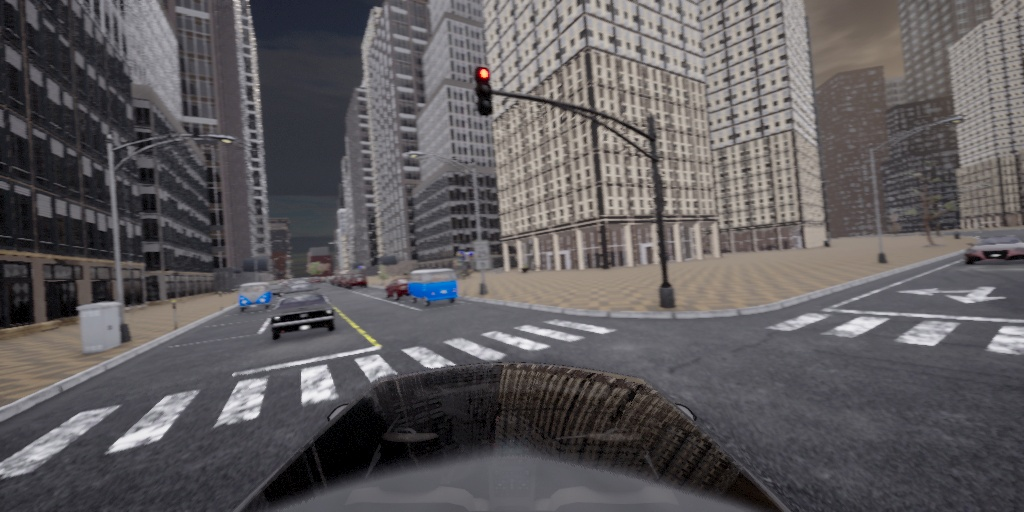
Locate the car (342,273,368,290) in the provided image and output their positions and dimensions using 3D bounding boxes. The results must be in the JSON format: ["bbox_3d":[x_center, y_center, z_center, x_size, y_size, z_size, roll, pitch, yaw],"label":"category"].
[{"bbox_3d":[-18.444,2.948,42.668,2.192,1.841,5.009,0,0,-31],"label":"car"}]

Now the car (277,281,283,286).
[{"bbox_3d":[-25.616,3.737,38.367,1.948,1.339,4.313,0,0,-31],"label":"car"}]

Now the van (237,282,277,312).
[{"bbox_3d":[-17.125,2.688,24.106,1.690,1.789,3.998,0,0,-31],"label":"van"}]

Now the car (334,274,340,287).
[{"bbox_3d":[-24.105,3.496,52.177,2.192,1.841,5.009,0,0,-31],"label":"car"}]

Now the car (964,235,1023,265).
[{"bbox_3d":[25.072,-0.333,18.443,4.181,1.385,1.994,-4,-1,-32],"label":"car"}]

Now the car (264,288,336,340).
[{"bbox_3d":[-7.771,2.086,13.363,1.895,1.301,4.718,-4,-1,-31],"label":"car"}]

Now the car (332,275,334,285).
[{"bbox_3d":[-26.935,4.021,56.931,1.948,1.339,4.313,0,0,-31],"label":"car"}]

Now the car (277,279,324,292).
[{"bbox_3d":[-14.145,2.596,24.062,2.128,1.511,4.902,-4,-1,-31],"label":"car"}]

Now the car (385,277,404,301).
[{"bbox_3d":[-7.104,2.078,23.668,1.888,1.381,4.507,0,0,-31],"label":"car"}]

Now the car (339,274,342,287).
[{"bbox_3d":[-21.274,3.452,47.422,1.888,1.381,4.507,0,0,-31],"label":"car"}]

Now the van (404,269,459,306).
[{"bbox_3d":[-4.197,1.593,18.962,1.690,1.789,3.998,0,0,-31],"label":"van"}]
